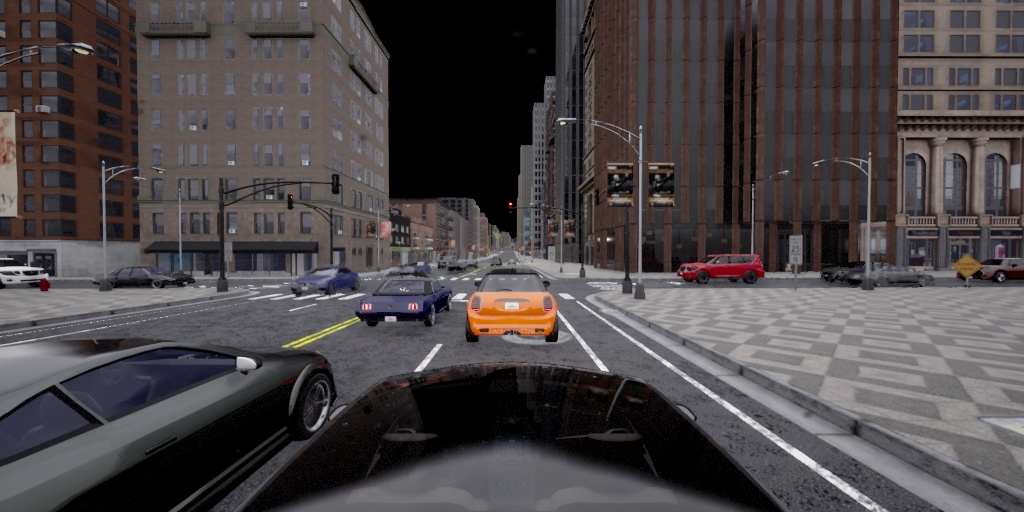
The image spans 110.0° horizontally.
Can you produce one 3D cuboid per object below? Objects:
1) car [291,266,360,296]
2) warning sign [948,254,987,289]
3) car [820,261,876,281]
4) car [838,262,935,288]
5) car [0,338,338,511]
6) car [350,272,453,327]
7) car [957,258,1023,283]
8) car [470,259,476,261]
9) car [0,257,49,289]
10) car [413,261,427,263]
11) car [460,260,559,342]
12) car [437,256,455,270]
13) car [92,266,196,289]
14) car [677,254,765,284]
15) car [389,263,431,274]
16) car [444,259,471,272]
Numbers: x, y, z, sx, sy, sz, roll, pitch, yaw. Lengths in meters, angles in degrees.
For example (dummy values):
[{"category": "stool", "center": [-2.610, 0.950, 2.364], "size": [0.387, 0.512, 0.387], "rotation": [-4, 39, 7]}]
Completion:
[{"category": "car", "center": [-9.855, 1.282, 19.383], "size": [1.812, 1.442, 4.674], "rotation": [0, 0, 0]}, {"category": "warning sign", "center": [25.172, 0.832, 19.818], "size": [1.060, 1.860, 1.300], "rotation": [0, 0, 0]}, {"category": "car", "center": [24.888, 1.126, 25.620], "size": [4.892, 1.490, 1.837], "rotation": [0, 1, 0]}, {"category": "car", "center": [23.590, 1.243, 22.428], "size": [4.181, 1.385, 1.994], "rotation": [0, 1, 0]}, {"category": "car", "center": [-3.158, 1.314, 2.736], "size": [1.994, 1.385, 4.181], "rotation": [0, 0, 1]}, {"category": "car", "center": [-3.152, 1.353, 11.555], "size": [1.895, 1.301, 4.718], "rotation": [0, 0, 0]}, {"category": "car", "center": [35.006, 0.933, 25.653], "size": [4.553, 1.767, 2.097], "rotation": [0, 1, 0]}, {"category": "car", "center": [-6.601, 1.301, 59.646], "size": [1.837, 1.490, 4.892], "rotation": [0, 0, 0]}, {"category": "car", "center": [-34.306, 1.111, 23.615], "size": [5.566, 2.045, 2.150], "rotation": [0, 1, 0]}, {"category": "car", "center": [-9.862, 1.302, 38.256], "size": [1.812, 1.442, 4.674], "rotation": [0, 0, 0]}, {"category": "car", "center": [0.008, 1.104, 9.905], "size": [2.097, 1.767, 4.553], "rotation": [0, 0, 0]}, {"category": "car", "center": [-9.862, 1.015, 54.747], "size": [2.150, 2.045, 5.566], "rotation": [0, 0, 0]}, {"category": "car", "center": [-24.114, 1.402, 23.562], "size": [5.357, 1.411, 2.033], "rotation": [0, 1, 0]}, {"category": "car", "center": [14.832, 0.882, 25.580], "size": [5.566, 2.045, 2.150], "rotation": [0, 1, 0]}, {"category": "car", "center": [-6.606, 1.323, 22.459], "size": [1.994, 1.385, 4.181], "rotation": [0, 0, 0]}, {"category": "car", "center": [-6.614, 1.383, 43.846], "size": [1.895, 1.301, 4.718], "rotation": [0, 0, 0]}]
